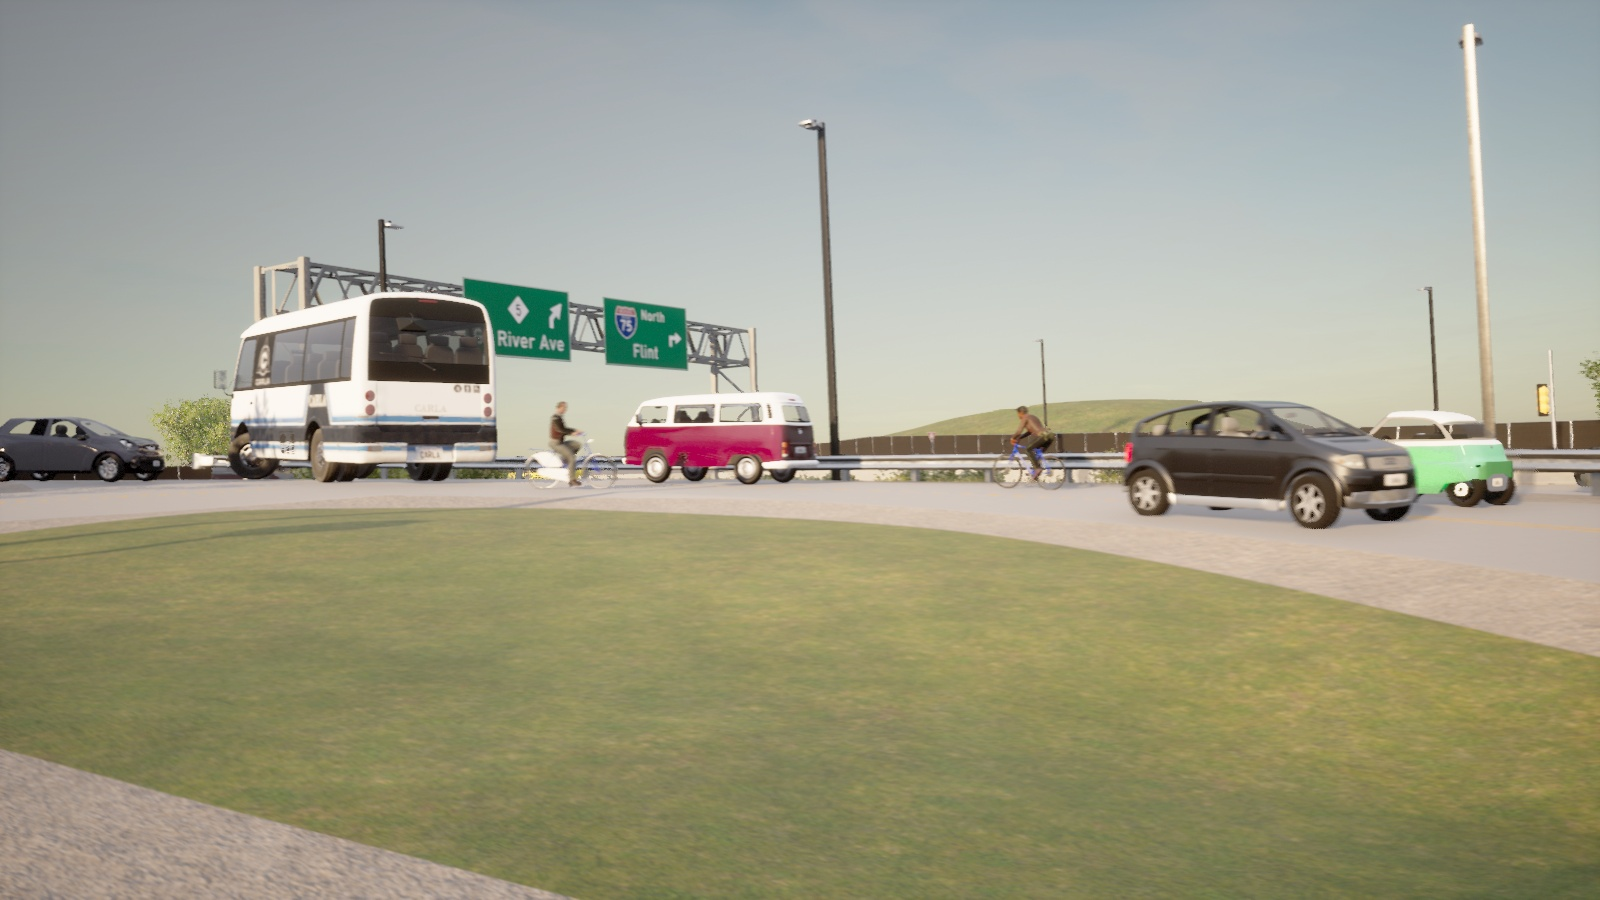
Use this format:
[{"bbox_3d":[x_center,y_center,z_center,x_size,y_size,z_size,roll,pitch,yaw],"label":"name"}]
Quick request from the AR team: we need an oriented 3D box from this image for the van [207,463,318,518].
[{"bbox_3d":[-20.873,1.595,48.734,4.442,1.987,1.775,-3,-1,34],"label":"van"}]

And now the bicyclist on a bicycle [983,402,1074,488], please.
[{"bbox_3d":[4.395,-0.108,24.209,1.656,1.620,0.582,1,2,43],"label":"bicyclist on a bicycle"}]

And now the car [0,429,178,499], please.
[{"bbox_3d":[-16.583,0.321,28.884,3.633,1.501,1.845,-1,-1,2],"label":"car"}]

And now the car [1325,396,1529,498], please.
[{"bbox_3d":[9.198,-0.065,18.513,1.481,1.376,2.207,-2,2,-30],"label":"car"}]

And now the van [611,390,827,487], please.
[{"bbox_3d":[-1.872,-0.229,28.640,4.480,2.038,2.069,-1,0,30],"label":"van"}]

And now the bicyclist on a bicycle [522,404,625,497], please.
[{"bbox_3d":[-4.470,-0.001,24.858,1.843,1.776,0.659,-1,3,3],"label":"bicyclist on a bicycle"}]

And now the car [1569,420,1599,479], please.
[{"bbox_3d":[22.751,-0.098,32.706,4.514,1.525,2.007,-3,-1,33],"label":"car"}]

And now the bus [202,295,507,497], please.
[{"bbox_3d":[-11.534,-1.162,31.580,3.944,4.253,10.273,-1,1,-39],"label":"bus"}]

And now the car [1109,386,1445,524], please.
[{"bbox_3d":[6.053,0.028,16.298,1.789,1.549,3.705,-3,2,-33],"label":"car"}]
